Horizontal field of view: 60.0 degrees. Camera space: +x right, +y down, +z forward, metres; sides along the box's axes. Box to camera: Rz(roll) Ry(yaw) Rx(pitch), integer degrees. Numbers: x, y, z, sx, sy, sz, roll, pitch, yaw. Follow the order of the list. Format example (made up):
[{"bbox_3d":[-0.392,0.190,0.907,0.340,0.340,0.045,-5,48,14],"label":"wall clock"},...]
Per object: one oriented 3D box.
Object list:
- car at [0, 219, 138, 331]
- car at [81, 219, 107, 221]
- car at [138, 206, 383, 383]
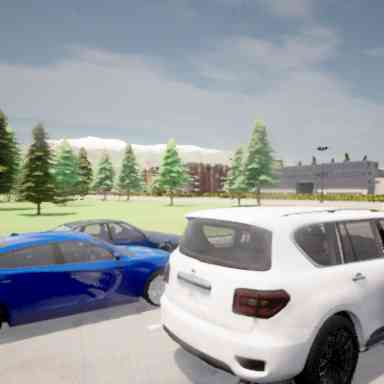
[{"bbox_3d":[-2.435,1.484,6.308,5.008,1.535,1.882,0,0,-35],"label":"car"},{"bbox_3d":[-2.722,1.563,10.401,5.357,1.411,2.033,0,0,-35],"label":"car"},{"bbox_3d":[2.189,1.242,5.307,5.566,2.045,2.150,0,0,-35],"label":"car"}]
